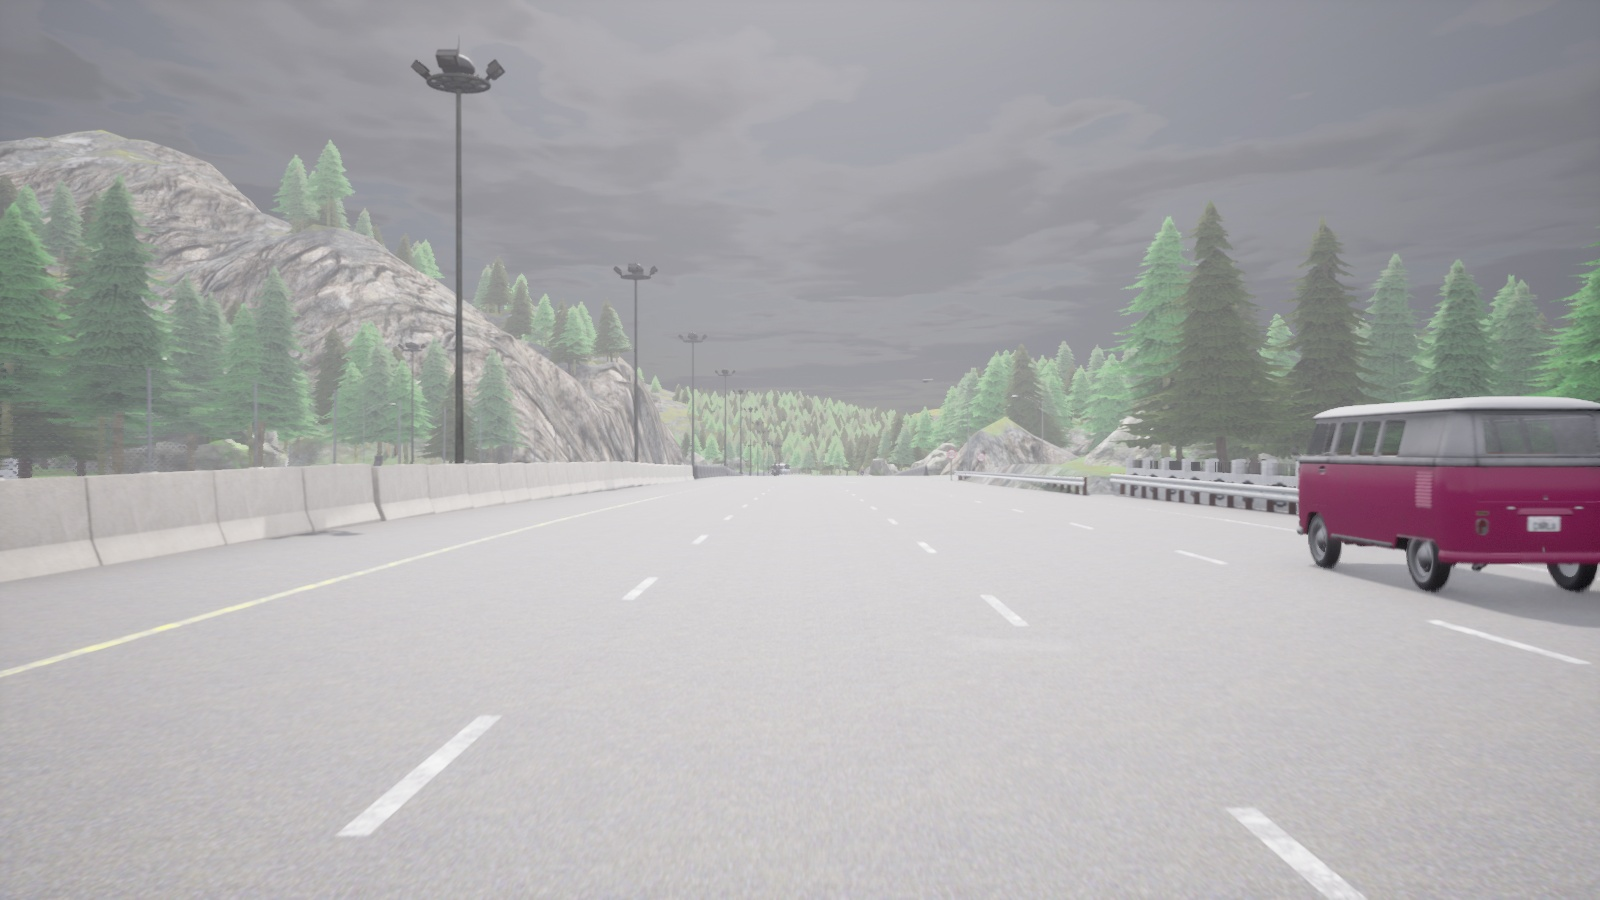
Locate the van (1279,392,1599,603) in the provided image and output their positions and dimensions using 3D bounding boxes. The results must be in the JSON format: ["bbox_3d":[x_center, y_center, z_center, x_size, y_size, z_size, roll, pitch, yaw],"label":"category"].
[{"bbox_3d":[7.096,0.451,14.081,1.775,1.987,4.442,0,0,0],"label":"van"}]
